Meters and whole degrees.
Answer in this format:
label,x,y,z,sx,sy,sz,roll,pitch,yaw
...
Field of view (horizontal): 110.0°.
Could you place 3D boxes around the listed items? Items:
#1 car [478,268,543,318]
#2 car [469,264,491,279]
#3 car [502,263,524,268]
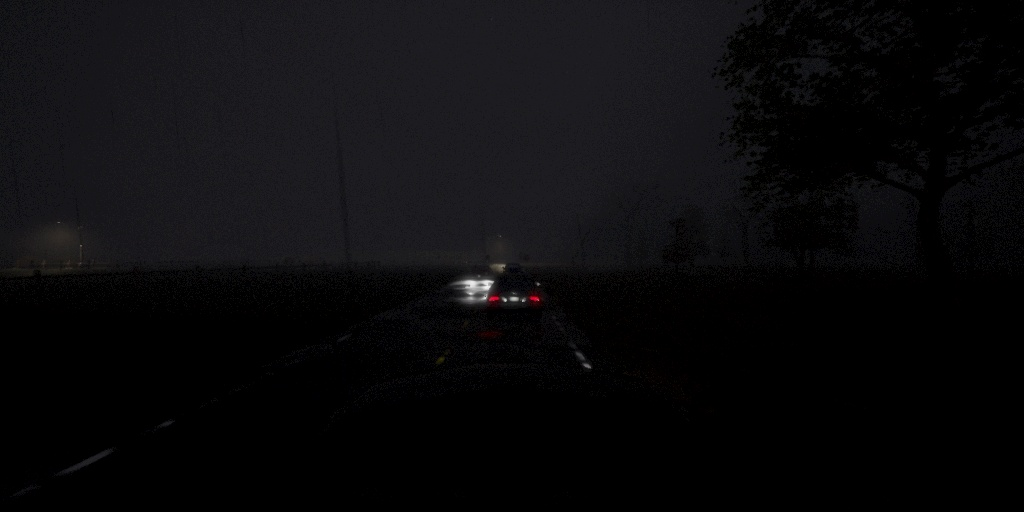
label,x,y,z,sx,sy,sz,roll,pitch,yaw
car,0.080,1.332,13.159,2.033,1.411,5.357,0,0,0
car,-2.851,1.439,33.336,1.895,1.301,4.718,0,0,0
car,0.086,1.362,32.532,1.812,1.442,4.674,0,0,0
